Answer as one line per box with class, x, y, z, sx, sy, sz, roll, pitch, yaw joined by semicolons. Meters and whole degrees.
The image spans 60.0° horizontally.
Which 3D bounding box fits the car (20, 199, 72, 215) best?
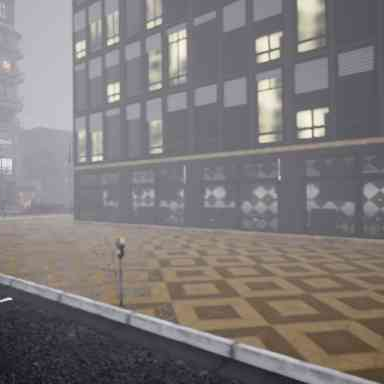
car;-14.579;1.409;32.928;1.967;1.590;4.097;-1;0;36
